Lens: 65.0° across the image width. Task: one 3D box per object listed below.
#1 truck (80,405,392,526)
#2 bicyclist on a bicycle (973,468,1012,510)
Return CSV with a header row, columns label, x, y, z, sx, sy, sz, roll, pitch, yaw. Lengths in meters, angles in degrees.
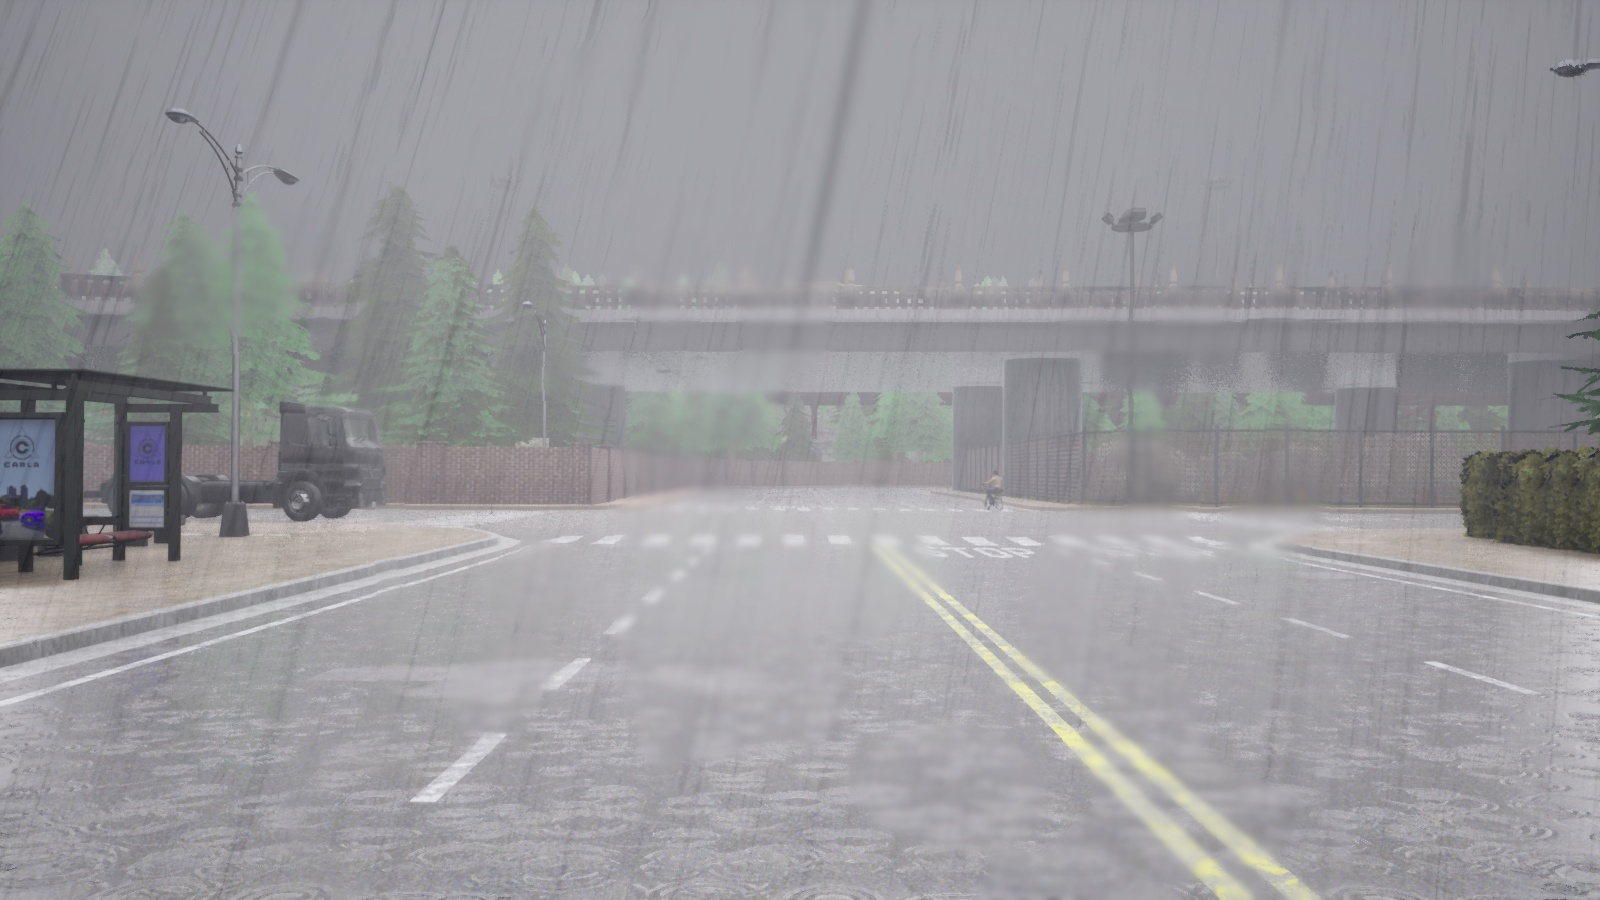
label,x,y,z,sx,sy,sz,roll,pitch,yaw
truck,-16.566,0.465,37.267,7.936,3.462,2.891,0,-1,1
bicyclist on a bicycle,7.645,1.555,49.840,0.866,1.612,1.509,3,-2,-19
